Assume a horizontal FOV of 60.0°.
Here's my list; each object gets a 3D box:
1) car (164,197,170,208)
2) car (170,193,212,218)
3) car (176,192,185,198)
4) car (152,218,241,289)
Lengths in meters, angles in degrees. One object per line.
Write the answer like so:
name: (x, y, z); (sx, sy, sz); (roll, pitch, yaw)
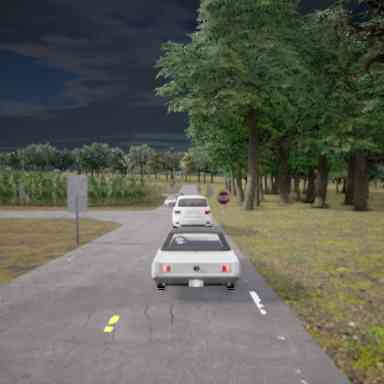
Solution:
car: (-2.882, 1.416, 46.980); (1.812, 1.442, 4.674); (0, 1, 0)
car: (-0.093, 1.259, 20.251); (2.150, 2.045, 5.566); (0, 0, -3)
car: (-2.822, 0.666, 80.467); (1.994, 1.385, 4.181); (0, 1, 0)
car: (0.092, 1.627, 9.174); (1.895, 1.301, 4.718); (0, 0, 0)
